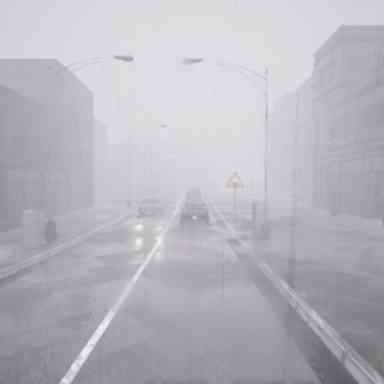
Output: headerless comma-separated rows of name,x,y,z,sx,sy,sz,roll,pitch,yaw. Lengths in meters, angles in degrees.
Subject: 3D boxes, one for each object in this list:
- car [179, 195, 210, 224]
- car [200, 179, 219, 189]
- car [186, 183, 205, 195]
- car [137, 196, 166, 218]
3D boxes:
car,0.178,1.221,22.279,2.128,1.511,4.902,0,2,0
car,3.233,-1.571,67.104,2.150,2.045,5.566,1,2,43
car,0.244,0.068,42.264,2.128,1.511,4.902,0,4,0
car,-3.008,1.110,25.440,1.837,1.490,4.892,0,2,0
